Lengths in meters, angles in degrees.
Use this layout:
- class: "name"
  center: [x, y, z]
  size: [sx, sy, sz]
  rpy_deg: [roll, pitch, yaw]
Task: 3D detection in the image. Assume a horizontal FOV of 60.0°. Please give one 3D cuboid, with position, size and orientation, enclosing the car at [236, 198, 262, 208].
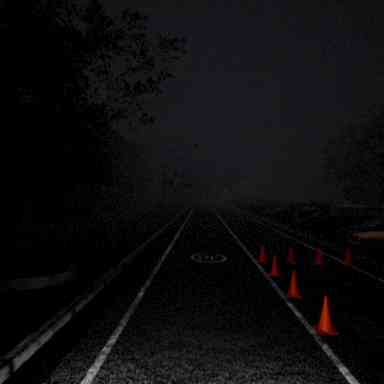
- class: "car"
  center: [11.026, 2.186, 64.498]
  size: [4.553, 1.767, 2.185]
  rpy_deg: [2, 0, 2]

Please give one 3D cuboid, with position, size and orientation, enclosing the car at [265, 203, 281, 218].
- class: "car"
  center: [10.200, 2.197, 33.670]
  size: [4.674, 1.452, 2.002]
  rpy_deg: [2, 0, 2]

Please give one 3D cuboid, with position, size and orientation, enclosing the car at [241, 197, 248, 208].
- class: "car"
  center: [10.779, 2.136, 53.288]
  size: [4.553, 1.767, 2.185]
  rpy_deg: [2, 0, 2]

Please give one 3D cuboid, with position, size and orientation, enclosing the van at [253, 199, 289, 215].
- class: "van"
  center: [10.636, 2.000, 44.879]
  size: [4.442, 1.987, 1.878]
  rpy_deg: [2, 0, 2]

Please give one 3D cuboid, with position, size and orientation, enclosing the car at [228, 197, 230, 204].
- class: "car"
  center: [11.358, 2.364, 75.706]
  size: [5.008, 1.535, 2.097]
  rpy_deg: [2, 0, 2]

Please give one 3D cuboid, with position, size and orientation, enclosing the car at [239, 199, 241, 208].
- class: "car"
  center: [10.818, 2.314, 56.090]
  size: [4.674, 1.452, 2.002]
  rpy_deg: [2, 0, 2]

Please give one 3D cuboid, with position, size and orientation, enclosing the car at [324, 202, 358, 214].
- class: "car"
  center: [23.861, 2.523, 53.380]
  size: [4.553, 1.767, 2.185]
  rpy_deg: [2, 0, 2]

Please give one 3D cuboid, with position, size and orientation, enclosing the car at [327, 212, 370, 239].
- class: "car"
  center: [9.744, 2.010, 16.851]
  size: [4.674, 1.452, 2.002]
  rpy_deg: [2, -1, 2]

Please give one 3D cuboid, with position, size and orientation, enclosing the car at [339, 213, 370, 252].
- class: "car"
  center: [9.481, 1.927, 14.054]
  size: [5.366, 1.575, 1.946]
  rpy_deg: [2, -1, 2]

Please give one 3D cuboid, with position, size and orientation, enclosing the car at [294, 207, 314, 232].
- class: "car"
  center: [9.891, 2.040, 22.455]
  size: [5.008, 1.535, 2.097]
  rpy_deg: [2, -1, 2]

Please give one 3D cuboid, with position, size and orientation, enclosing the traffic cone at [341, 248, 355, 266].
- class: "traffic cone"
  center: [5.467, 2.252, 11.651]
  size: [0.340, 0.580, 0.340]
  rpy_deg: [2, -1, 2]

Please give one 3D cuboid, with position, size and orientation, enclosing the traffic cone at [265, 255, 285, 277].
- class: "traffic cone"
  center: [2.417, 2.140, 9.738]
  size: [0.340, 0.580, 0.340]
  rpy_deg: [2, -1, 2]

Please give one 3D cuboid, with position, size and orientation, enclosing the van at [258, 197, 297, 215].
- class: "van"
  center: [10.481, 1.974, 39.277]
  size: [4.442, 1.987, 1.878]
  rpy_deg: [2, 0, 2]

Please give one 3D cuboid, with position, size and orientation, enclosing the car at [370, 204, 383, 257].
- class: "car"
  center: [9.568, 1.649, 11.251]
  size: [5.566, 2.045, 2.435]
  rpy_deg: [2, -1, 2]

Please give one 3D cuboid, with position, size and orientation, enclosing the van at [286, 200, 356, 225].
- class: "van"
  center: [9.863, 1.845, 25.267]
  size: [4.442, 1.987, 1.878]
  rpy_deg: [2, -1, 2]

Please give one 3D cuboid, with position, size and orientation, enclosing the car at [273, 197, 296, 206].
- class: "car"
  center: [24.803, 2.562, 89.580]
  size: [5.566, 2.045, 2.435]
  rpy_deg: [2, 0, 2]

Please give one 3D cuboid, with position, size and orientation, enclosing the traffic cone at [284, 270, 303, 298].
- class: "traffic cone"
  center: [2.360, 2.116, 7.739]
  size: [0.340, 0.580, 0.340]
  rpy_deg: [2, -1, 2]

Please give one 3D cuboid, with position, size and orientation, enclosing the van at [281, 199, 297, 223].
- class: "van"
  center: [10.173, 1.882, 28.061]
  size: [4.442, 1.987, 1.878]
  rpy_deg: [2, -1, 2]

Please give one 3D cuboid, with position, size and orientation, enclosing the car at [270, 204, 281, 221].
- class: "car"
  center: [10.155, 2.164, 30.862]
  size: [4.792, 1.488, 2.163]
  rpy_deg: [2, -1, 2]

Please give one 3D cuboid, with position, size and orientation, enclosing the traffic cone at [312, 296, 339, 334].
- class: "traffic cone"
  center: [2.303, 2.091, 5.740]
  size: [0.340, 0.580, 0.340]
  rpy_deg: [2, -1, 2]

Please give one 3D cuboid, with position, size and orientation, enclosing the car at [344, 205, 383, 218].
- class: "car"
  center: [23.782, 2.611, 45.049]
  size: [5.366, 1.575, 1.946]
  rpy_deg: [2, 0, 2]

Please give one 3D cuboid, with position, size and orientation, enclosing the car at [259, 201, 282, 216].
- class: "car"
  center: [10.287, 2.178, 36.472]
  size: [4.892, 1.521, 2.231]
  rpy_deg: [2, 0, 2]

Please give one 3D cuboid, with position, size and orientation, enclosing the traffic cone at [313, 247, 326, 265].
- class: "traffic cone"
  center: [4.470, 2.223, 11.680]
  size: [0.340, 0.580, 0.340]
  rpy_deg: [2, -1, 2]

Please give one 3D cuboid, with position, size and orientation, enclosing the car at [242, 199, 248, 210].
- class: "car"
  center: [10.661, 2.249, 50.487]
  size: [4.892, 1.521, 2.231]
  rpy_deg: [2, 0, 2]

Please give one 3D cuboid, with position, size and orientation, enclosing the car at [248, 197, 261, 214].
- class: "car"
  center: [10.415, 1.957, 42.080]
  size: [5.566, 2.045, 2.435]
  rpy_deg: [2, 0, 2]

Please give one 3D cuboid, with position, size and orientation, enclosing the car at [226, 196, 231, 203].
- class: "car"
  center: [11.488, 2.419, 81.311]
  size: [4.792, 1.488, 2.163]
  rpy_deg: [2, 0, 2]

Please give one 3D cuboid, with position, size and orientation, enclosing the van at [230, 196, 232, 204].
- class: "van"
  center: [11.176, 2.122, 72.908]
  size: [4.442, 1.987, 1.878]
  rpy_deg: [2, 0, 2]

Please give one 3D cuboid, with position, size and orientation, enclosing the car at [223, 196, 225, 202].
- class: "car"
  center: [11.935, 2.431, 89.712]
  size: [5.366, 1.575, 1.946]
  rpy_deg: [2, 0, 2]

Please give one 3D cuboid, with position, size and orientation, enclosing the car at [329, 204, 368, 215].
- class: "car"
  center: [23.720, 2.663, 50.605]
  size: [4.792, 1.488, 2.163]
  rpy_deg: [2, 0, 2]

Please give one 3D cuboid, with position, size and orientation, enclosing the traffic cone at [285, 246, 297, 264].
- class: "traffic cone"
  center: [3.473, 2.193, 11.708]
  size: [0.340, 0.580, 0.340]
  rpy_deg: [2, -1, 2]

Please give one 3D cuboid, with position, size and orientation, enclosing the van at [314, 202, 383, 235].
- class: "van"
  center: [9.943, 1.783, 19.652]
  size: [4.442, 1.987, 1.878]
  rpy_deg: [2, -1, 2]

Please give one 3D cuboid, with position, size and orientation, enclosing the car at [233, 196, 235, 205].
- class: "car"
  center: [10.956, 2.048, 61.697]
  size: [5.566, 2.045, 2.435]
  rpy_deg: [2, 0, 2]

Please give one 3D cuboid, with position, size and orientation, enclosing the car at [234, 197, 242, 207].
- class: "car"
  center: [10.878, 2.035, 58.895]
  size: [5.566, 2.045, 2.435]
  rpy_deg: [2, 0, 2]

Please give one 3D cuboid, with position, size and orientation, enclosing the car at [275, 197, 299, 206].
- class: "car"
  center: [24.731, 2.550, 86.919]
  size: [5.566, 2.045, 2.435]
  rpy_deg: [2, 0, 2]

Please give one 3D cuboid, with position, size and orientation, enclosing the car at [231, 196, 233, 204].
- class: "car"
  center: [11.243, 2.214, 70.101]
  size: [4.553, 1.767, 2.185]
  rpy_deg: [2, 0, 2]

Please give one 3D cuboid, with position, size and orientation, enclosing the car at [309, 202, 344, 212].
- class: "car"
  center: [23.794, 2.664, 58.933]
  size: [5.366, 1.575, 1.946]
  rpy_deg: [2, 0, 2]

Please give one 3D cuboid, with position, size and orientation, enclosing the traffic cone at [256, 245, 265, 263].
- class: "traffic cone"
  center: [2.475, 2.164, 11.737]
  size: [0.340, 0.580, 0.340]
  rpy_deg: [2, -1, 2]
